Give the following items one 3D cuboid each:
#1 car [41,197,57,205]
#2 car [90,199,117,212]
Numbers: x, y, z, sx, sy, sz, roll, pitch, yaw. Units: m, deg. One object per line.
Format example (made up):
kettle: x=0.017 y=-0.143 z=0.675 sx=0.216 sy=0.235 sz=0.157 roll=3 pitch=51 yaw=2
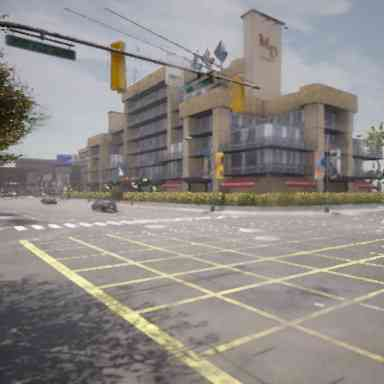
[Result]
car: x=-26.649 y=1.585 z=61.806 sx=2.033 sy=1.411 sz=5.357 roll=0 pitch=0 yaw=-36
car: x=-10.391 y=1.563 z=39.285 sx=1.812 sy=1.442 sz=4.674 roll=0 pitch=0 yaw=-36
